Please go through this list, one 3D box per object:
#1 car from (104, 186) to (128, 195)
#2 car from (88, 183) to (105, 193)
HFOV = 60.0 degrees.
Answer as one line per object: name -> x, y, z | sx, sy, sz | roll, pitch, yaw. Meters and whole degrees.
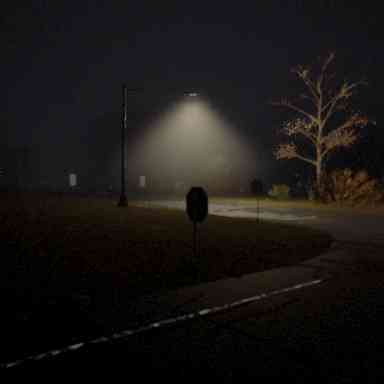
car -> -11.791, -0.291, 52.667 | 1.994, 1.385, 4.181 | 0, 2, -36
car -> -17.125, -0.799, 60.134 | 2.097, 1.767, 4.553 | 0, 2, -36
